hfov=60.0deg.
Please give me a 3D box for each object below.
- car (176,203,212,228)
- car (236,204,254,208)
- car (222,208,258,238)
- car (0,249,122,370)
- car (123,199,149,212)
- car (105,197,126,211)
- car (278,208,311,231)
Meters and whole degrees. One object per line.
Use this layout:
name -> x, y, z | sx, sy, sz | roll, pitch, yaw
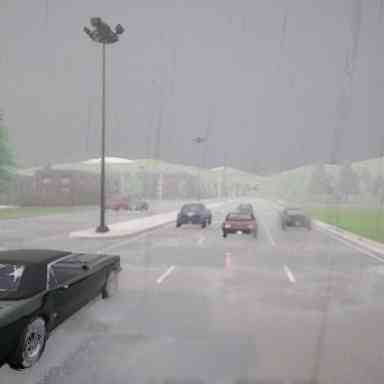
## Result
car -> 0.262, 1.639, 25.003 | 2.097, 1.767, 4.553 | 0, -1, 10
car -> 5.791, 1.986, 36.344 | 2.033, 1.411, 5.357 | 0, -1, 10
car -> 2.844, 1.835, 19.440 | 1.895, 1.301, 4.718 | 0, -1, 10
car -> -2.798, 1.657, 5.803 | 1.895, 1.301, 4.718 | 0, -1, 7
car -> -7.560, 2.039, 47.629 | 2.128, 1.511, 4.902 | 0, -1, 10
car -> -11.012, 1.820, 48.207 | 2.150, 2.045, 5.566 | 0, -1, 10
car -> 7.004, 1.817, 22.979 | 1.812, 1.442, 4.674 | 0, 0, 10
